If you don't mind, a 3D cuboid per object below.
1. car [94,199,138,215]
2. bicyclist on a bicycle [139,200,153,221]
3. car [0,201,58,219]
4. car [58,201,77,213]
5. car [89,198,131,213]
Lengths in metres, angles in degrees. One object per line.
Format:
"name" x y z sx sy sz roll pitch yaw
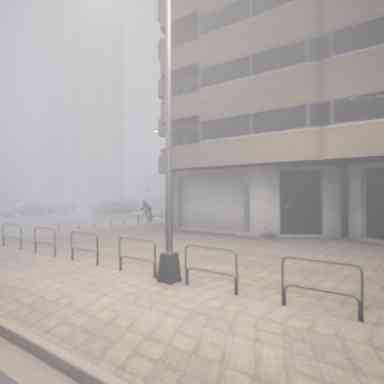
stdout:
"car" -8.447 1.829 37.556 1.994 1.385 4.181 0 0 38
"bicyclist on a bicycle" -3.627 1.492 26.117 1.656 1.620 0.582 -1 0 38
"car" -16.423 1.792 33.226 1.837 1.490 4.892 0 0 38
"car" -16.108 1.790 39.380 1.882 1.535 5.008 0 0 38
"car" -10.329 1.796 41.137 1.837 1.490 4.892 0 0 38
